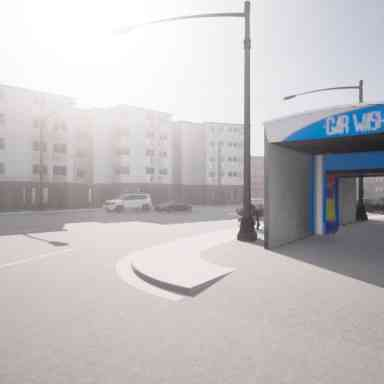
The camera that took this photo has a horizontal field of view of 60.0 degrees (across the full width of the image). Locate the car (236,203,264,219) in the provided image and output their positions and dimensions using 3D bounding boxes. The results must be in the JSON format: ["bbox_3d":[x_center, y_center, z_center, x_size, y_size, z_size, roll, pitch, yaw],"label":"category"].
[{"bbox_3d":[6.168,1.601,29.003,4.718,1.301,1.895,0,0,-37],"label":"car"}]

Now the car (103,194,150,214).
[{"bbox_3d":[-6.934,1.221,36.398,5.566,2.045,2.150,0,0,-43],"label":"car"}]

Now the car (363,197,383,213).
[{"bbox_3d":[21.436,1.352,36.038,4.553,1.767,2.097,0,0,-19],"label":"car"}]

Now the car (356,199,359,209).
[{"bbox_3d":[21.028,1.505,39.618,4.892,1.490,1.837,0,0,-18],"label":"car"}]

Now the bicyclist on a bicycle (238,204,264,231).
[{"bbox_3d":[3.224,1.301,18.277,1.656,1.620,0.582,0,0,38],"label":"bicyclist on a bicycle"}]

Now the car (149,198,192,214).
[{"bbox_3d":[-2.028,1.564,35.970,4.181,1.385,1.994,0,0,-39],"label":"car"}]
